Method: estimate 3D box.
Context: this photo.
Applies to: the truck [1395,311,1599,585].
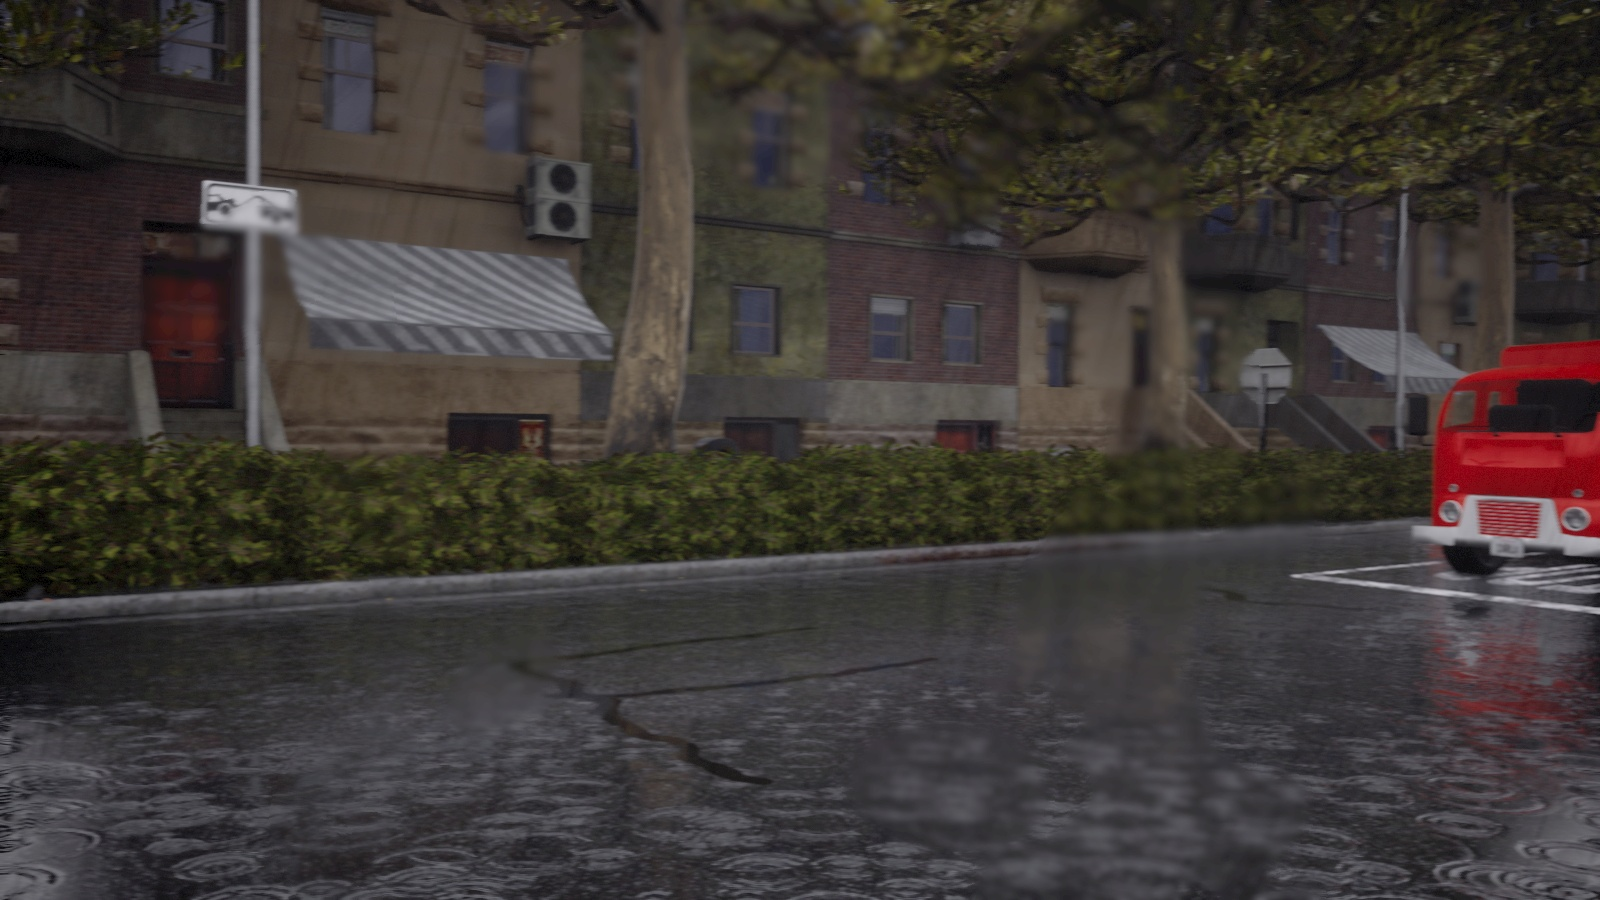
[{"bbox_3d":[9.034,-0.068,13.273,5.204,2.467,2.627,-1,1,-33],"label":"truck"}]
